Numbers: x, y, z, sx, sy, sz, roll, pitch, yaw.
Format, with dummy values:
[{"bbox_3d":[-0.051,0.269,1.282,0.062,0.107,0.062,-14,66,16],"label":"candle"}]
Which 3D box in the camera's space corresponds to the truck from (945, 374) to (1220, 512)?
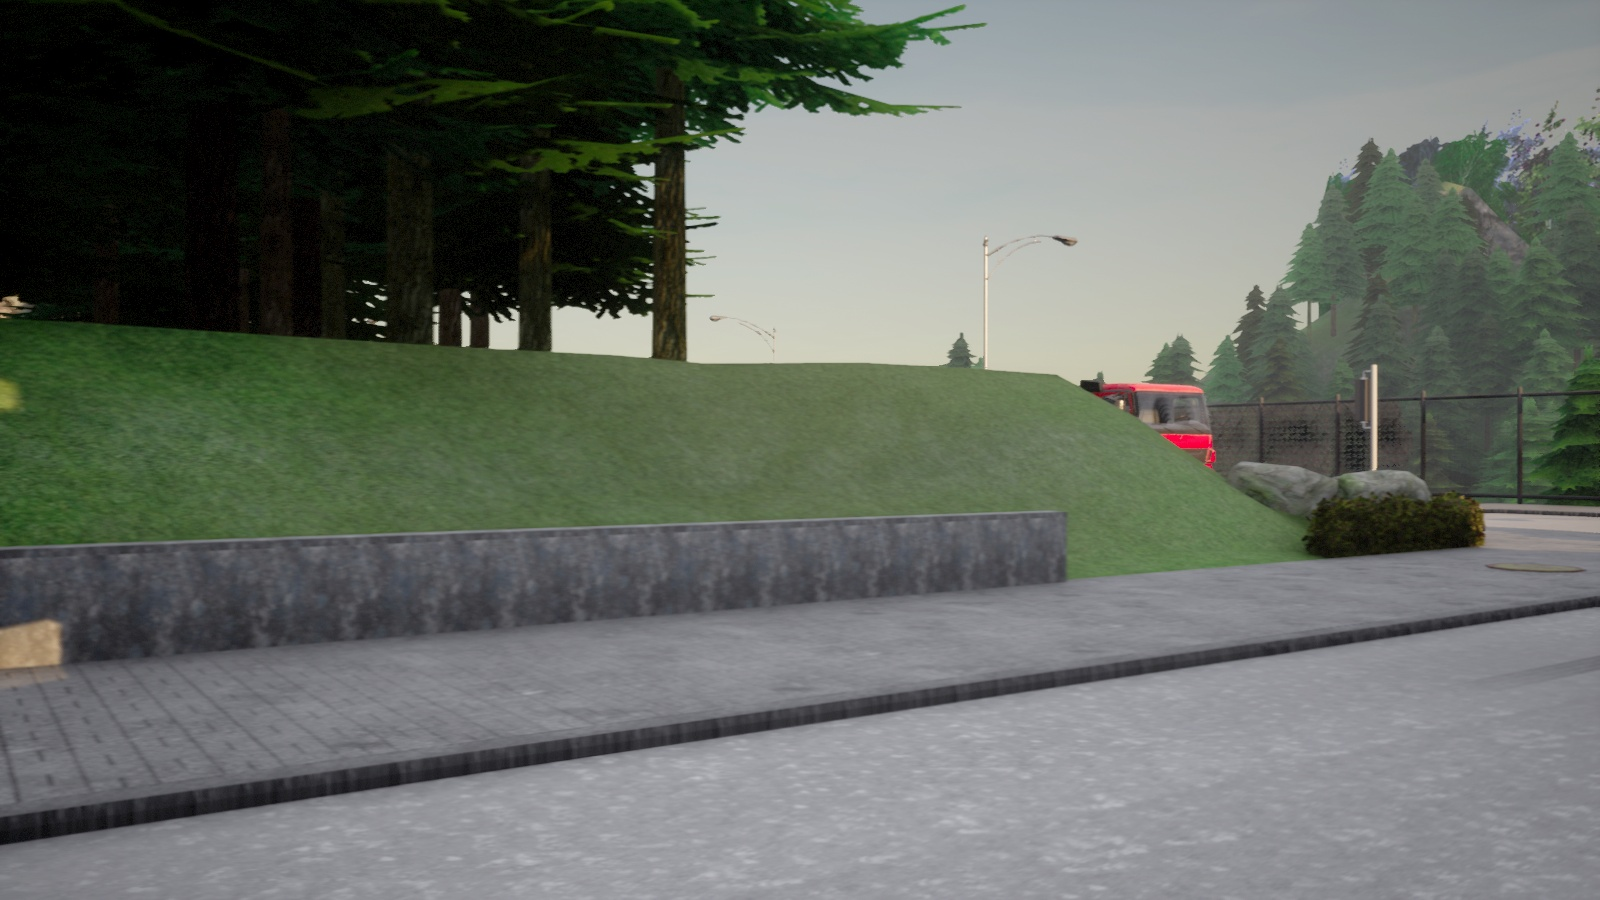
[{"bbox_3d":[7.735,-0.166,35.705,2.891,3.462,7.936,0,0,-32],"label":"truck"}]
